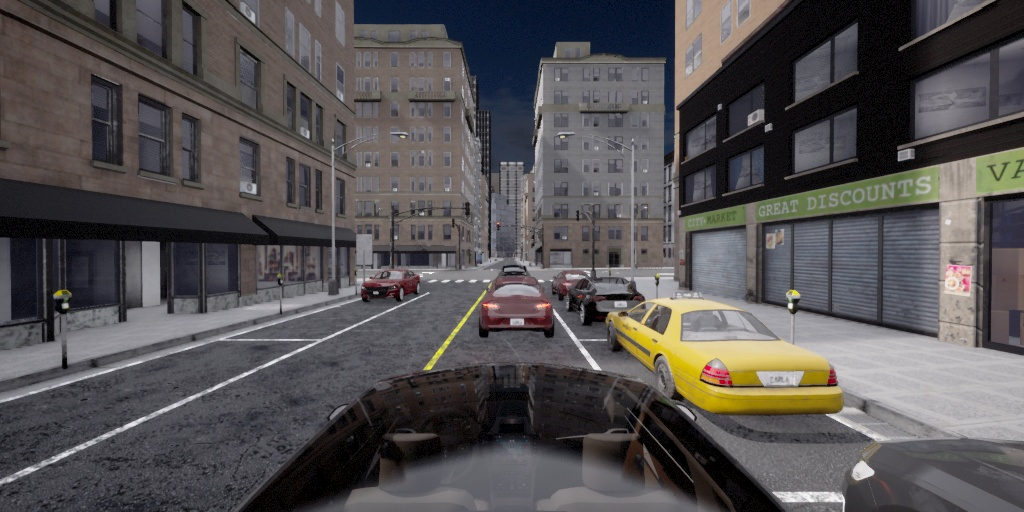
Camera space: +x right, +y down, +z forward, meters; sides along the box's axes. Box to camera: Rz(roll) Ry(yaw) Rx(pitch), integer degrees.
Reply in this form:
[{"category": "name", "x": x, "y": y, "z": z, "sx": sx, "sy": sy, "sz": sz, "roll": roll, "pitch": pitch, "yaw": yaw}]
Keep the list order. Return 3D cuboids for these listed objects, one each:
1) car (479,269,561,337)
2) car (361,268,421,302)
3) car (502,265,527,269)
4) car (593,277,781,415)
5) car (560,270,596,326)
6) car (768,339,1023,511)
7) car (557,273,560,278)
[{"category": "car", "x": 0.103, "y": 1.273, "z": 10.128, "sx": 1.812, "sy": 1.442, "sz": 4.674, "roll": 0, "pitch": 0, "yaw": 0}, {"category": "car", "x": -5.653, "y": 1.290, "z": 17.156, "sx": 1.888, "sy": 1.381, "sz": 4.507, "roll": 0, "pitch": 0, "yaw": 0}, {"category": "car", "x": 0.119, "y": 1.249, "z": 20.407, "sx": 1.837, "sy": 1.490, "sz": 4.892, "roll": 0, "pitch": 0, "yaw": 0}, {"category": "car", "x": 2.879, "y": 1.274, "z": 6.147, "sx": 1.751, "sy": 1.417, "sz": 4.829, "roll": 0, "pitch": 0, "yaw": 0}, {"category": "car", "x": 2.885, "y": 1.313, "z": 11.563, "sx": 1.948, "sy": 1.339, "sz": 4.313, "roll": 0, "pitch": 0, "yaw": 0}, {"category": "car", "x": 2.872, "y": 1.301, "z": 0.391, "sx": 2.007, "sy": 1.370, "sz": 4.403, "roll": 0, "pitch": 0, "yaw": 0}, {"category": "car", "x": 2.892, "y": 1.327, "z": 17.149, "sx": 1.802, "sy": 1.307, "sz": 4.207, "roll": 0, "pitch": 0, "yaw": 0}]
